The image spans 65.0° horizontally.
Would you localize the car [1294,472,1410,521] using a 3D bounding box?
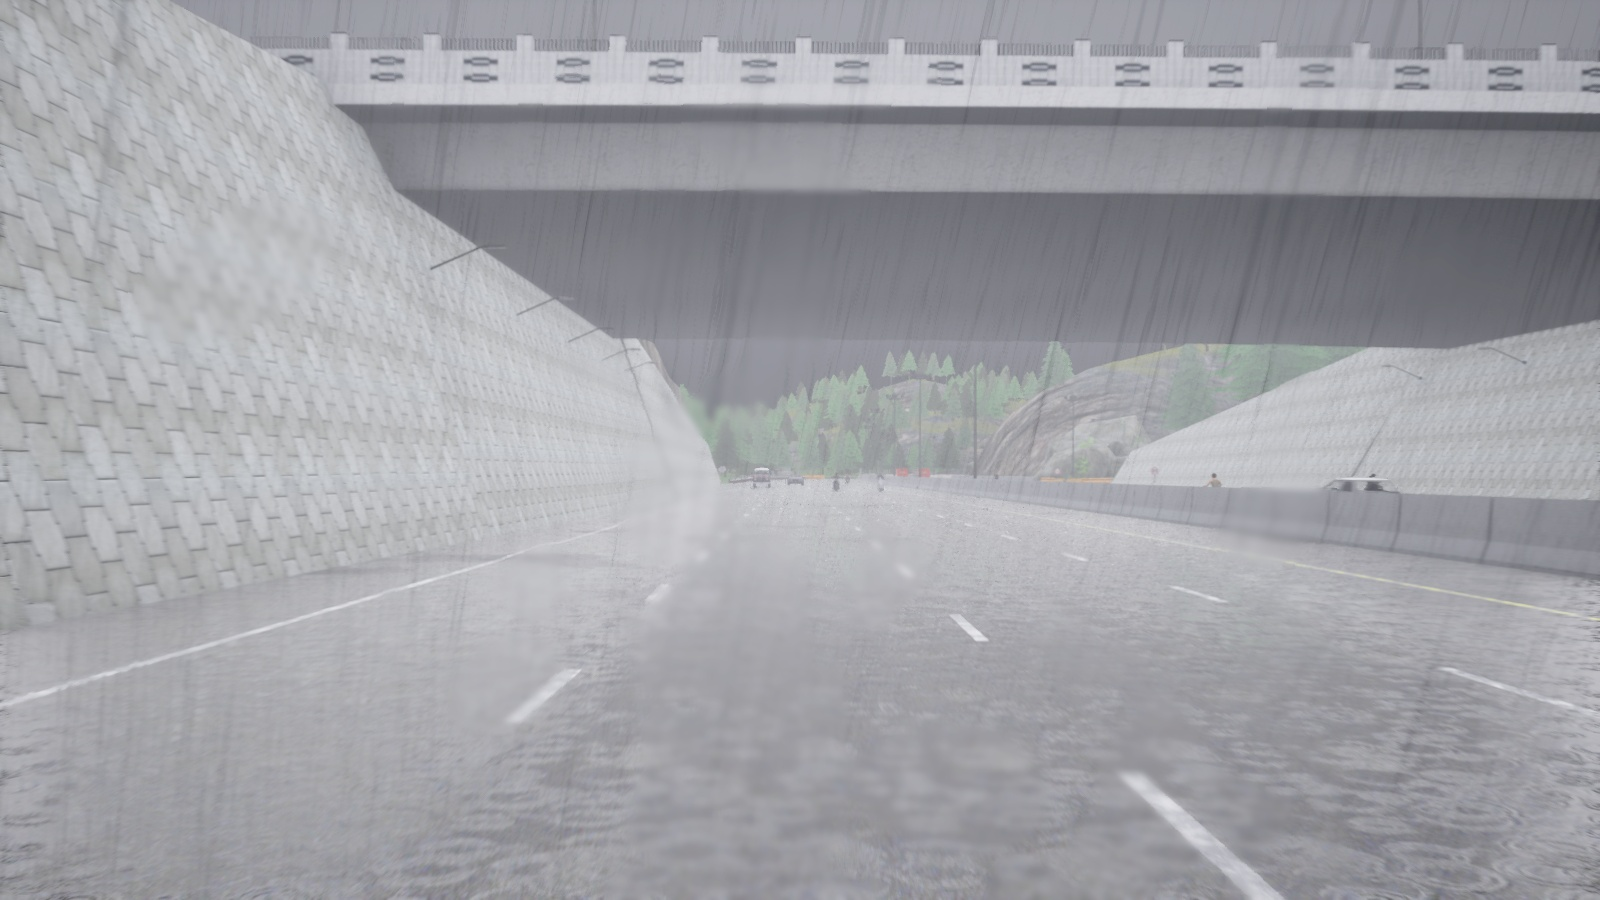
[{"bbox_3d":[17.403,1.435,39.768,1.970,1.475,3.806,0,-1,0],"label":"car"}]
